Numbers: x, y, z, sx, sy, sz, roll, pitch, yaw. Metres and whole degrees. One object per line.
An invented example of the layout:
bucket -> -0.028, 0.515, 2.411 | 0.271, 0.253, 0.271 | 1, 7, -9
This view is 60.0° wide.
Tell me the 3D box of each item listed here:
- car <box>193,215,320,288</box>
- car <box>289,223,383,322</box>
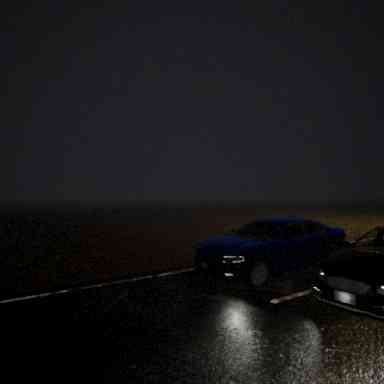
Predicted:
car -> 2.322, 1.447, 9.328 | 5.008, 1.535, 1.882 | 0, 0, -35
car -> 4.509, 1.459, 6.896 | 4.902, 1.511, 2.128 | 0, 0, -35
